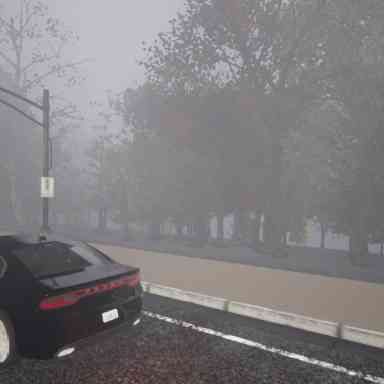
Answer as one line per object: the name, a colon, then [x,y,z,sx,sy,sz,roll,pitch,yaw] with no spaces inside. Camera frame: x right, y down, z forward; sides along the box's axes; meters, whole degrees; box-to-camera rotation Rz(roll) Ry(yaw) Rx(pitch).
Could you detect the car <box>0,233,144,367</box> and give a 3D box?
car: [-3.063,1.477,5.864,5.008,1.535,1.882,0,0,37]
